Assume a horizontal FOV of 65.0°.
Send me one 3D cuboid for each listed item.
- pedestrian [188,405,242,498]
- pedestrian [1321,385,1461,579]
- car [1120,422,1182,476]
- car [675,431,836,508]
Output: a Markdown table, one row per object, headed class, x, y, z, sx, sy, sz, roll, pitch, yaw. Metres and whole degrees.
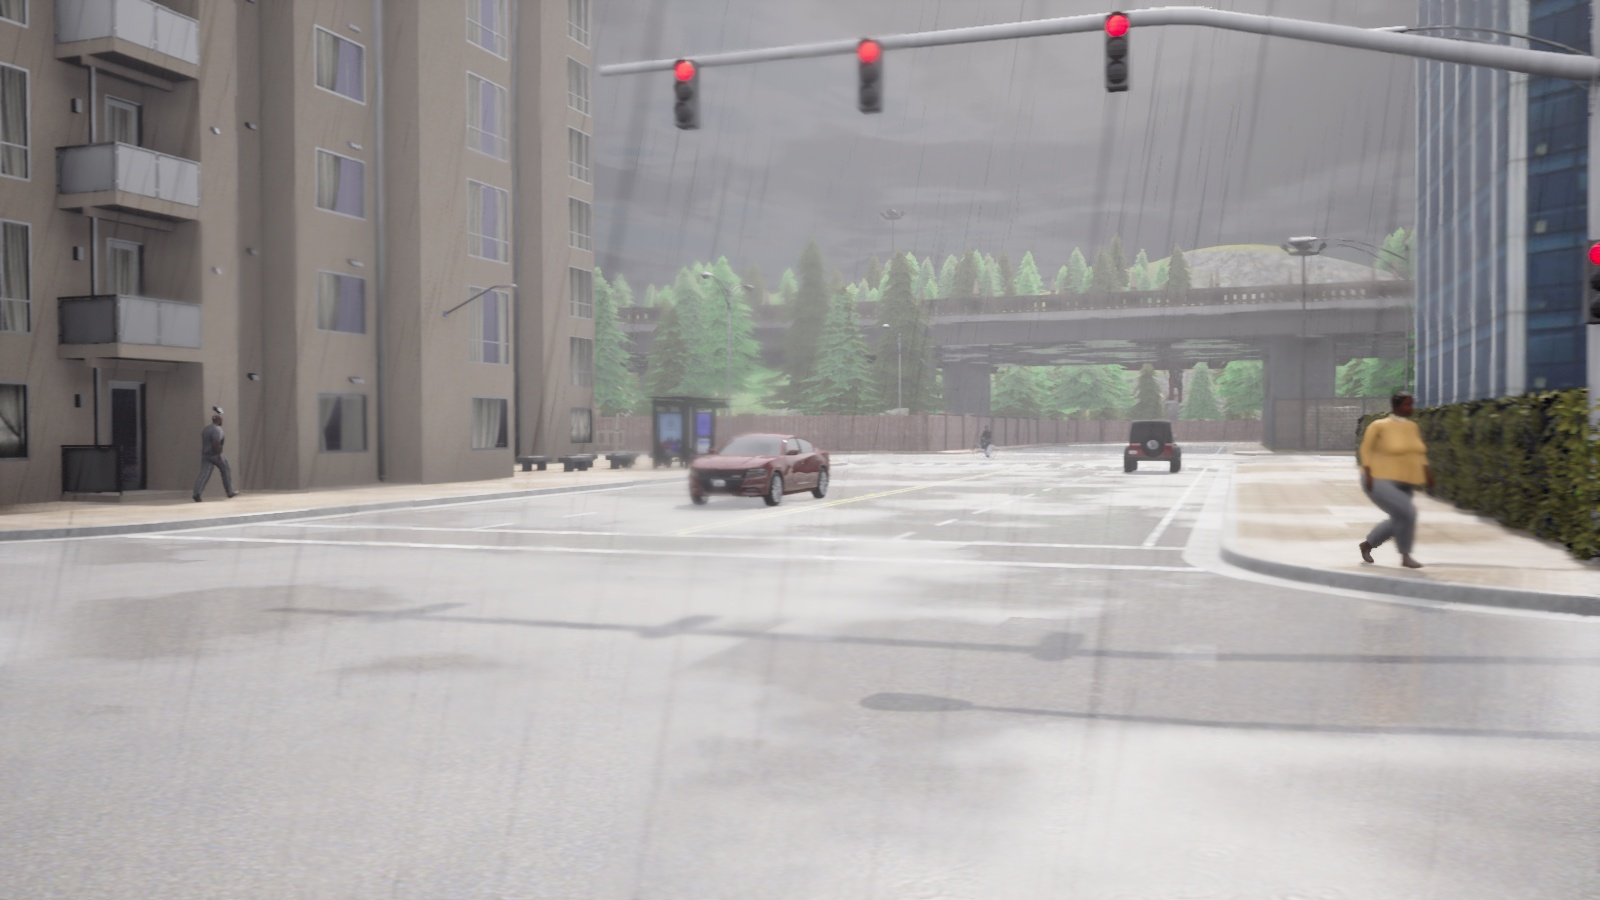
| class | x | y | z | sx | sy | sz | roll | pitch | yaw |
| --- | --- | --- | --- | --- | --- | --- | --- | --- | --- |
| pedestrian | -12.010 | 0.027 | 25.791 | 0.563 | 1.883 | 0.849 | 1 | 1 | 26 |
| pedestrian | 5.905 | 0.299 | 12.566 | 0.874 | 1.855 | 0.900 | 0 | 1 | -26 |
| car | 12.810 | -0.061 | 45.713 | 1.905 | 1.878 | 3.866 | 1 | 1 | 19 |
| car | -0.848 | 0.356 | 27.764 | 1.882 | 1.535 | 5.008 | 1 | 1 | 19 |
